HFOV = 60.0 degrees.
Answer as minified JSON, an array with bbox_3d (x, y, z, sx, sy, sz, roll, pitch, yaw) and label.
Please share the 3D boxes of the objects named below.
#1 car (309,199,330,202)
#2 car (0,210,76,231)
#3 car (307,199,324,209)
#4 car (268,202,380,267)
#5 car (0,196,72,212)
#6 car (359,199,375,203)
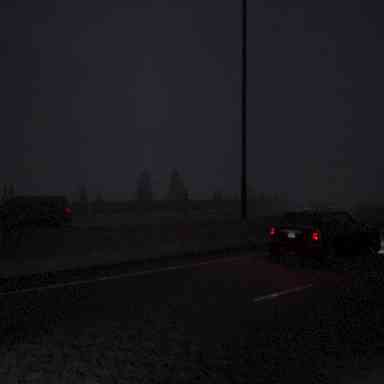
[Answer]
[{"bbox_3d":[15.157,1.718,38.190,1.994,1.385,4.181,0,0,35],"label":"car"},{"bbox_3d":[-6.419,1.573,12.392,4.181,1.385,1.994,0,0,-36],"label":"car"},{"bbox_3d":[19.013,1.766,51.166,1.994,1.385,4.181,0,0,27],"label":"car"},{"bbox_3d":[4.791,1.399,11.819,4.553,1.767,2.097,0,0,-39],"label":"car"},{"bbox_3d":[-9.620,1.235,18.670,5.566,2.045,2.150,0,0,-36],"label":"car"},{"bbox_3d":[22.212,1.668,42.562,1.882,1.535,5.008,0,0,31],"label":"car"}]
